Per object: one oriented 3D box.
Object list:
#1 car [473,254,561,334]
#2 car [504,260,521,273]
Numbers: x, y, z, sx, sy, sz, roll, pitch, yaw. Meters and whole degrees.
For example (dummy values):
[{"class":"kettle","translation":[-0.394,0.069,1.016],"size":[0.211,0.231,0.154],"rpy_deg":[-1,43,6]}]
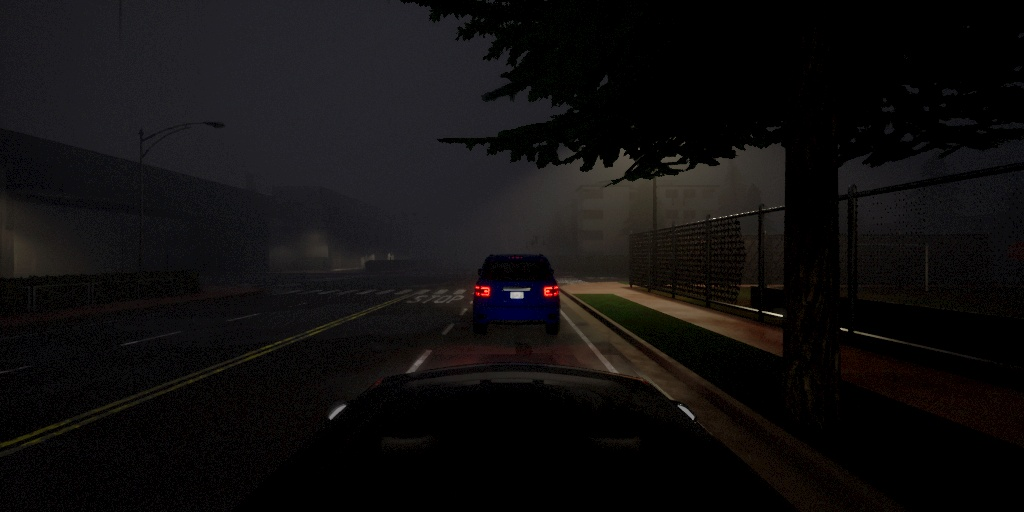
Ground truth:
[{"class":"car","translation":[0.117,0.972,10.707],"size":[2.150,2.045,5.566],"rpy_deg":[0,0,0]},{"class":"car","translation":[0.032,1.242,45.583],"size":[2.128,1.511,4.902],"rpy_deg":[0,0,0]}]
